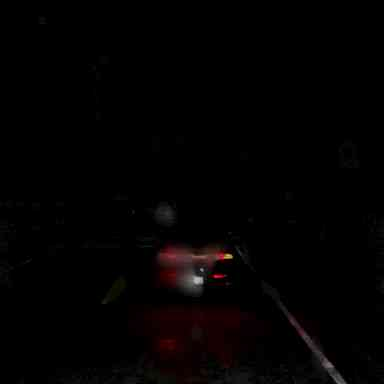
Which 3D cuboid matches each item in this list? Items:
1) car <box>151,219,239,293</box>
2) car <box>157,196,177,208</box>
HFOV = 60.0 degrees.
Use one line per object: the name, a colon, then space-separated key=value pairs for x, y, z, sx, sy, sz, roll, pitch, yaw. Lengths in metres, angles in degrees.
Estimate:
car: x=0.081 y=1.464 z=8.750 sx=2.128 sy=1.511 sz=4.902 roll=0 pitch=0 yaw=0
car: x=-3.606 y=1.351 z=45.087 sx=2.128 sy=1.511 sz=4.902 roll=0 pitch=0 yaw=0
